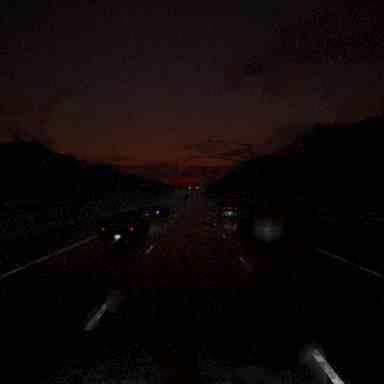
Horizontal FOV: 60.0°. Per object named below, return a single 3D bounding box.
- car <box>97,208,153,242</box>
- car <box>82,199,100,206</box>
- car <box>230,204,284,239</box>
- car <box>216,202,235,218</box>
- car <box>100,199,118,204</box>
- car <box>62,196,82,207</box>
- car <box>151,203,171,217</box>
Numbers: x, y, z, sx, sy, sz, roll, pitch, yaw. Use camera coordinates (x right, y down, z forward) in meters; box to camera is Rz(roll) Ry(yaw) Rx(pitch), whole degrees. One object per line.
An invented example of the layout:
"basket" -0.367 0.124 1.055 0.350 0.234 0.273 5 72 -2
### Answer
"car" -3.394 1.757 17.400 1.895 1.301 4.718 0 -1 0
"car" -17.513 2.119 59.394 1.994 1.385 4.181 0 -1 1
"car" 3.606 1.655 18.211 2.128 1.511 4.902 0 -1 0
"car" 3.611 1.802 34.141 2.128 1.511 4.902 0 -1 0
"car" -14.031 2.048 58.156 1.837 1.490 4.892 0 -1 1
"car" -21.009 1.771 58.754 2.150 2.045 5.566 0 -1 1
"car" -3.389 1.846 35.173 1.812 1.442 4.674 0 -1 0
